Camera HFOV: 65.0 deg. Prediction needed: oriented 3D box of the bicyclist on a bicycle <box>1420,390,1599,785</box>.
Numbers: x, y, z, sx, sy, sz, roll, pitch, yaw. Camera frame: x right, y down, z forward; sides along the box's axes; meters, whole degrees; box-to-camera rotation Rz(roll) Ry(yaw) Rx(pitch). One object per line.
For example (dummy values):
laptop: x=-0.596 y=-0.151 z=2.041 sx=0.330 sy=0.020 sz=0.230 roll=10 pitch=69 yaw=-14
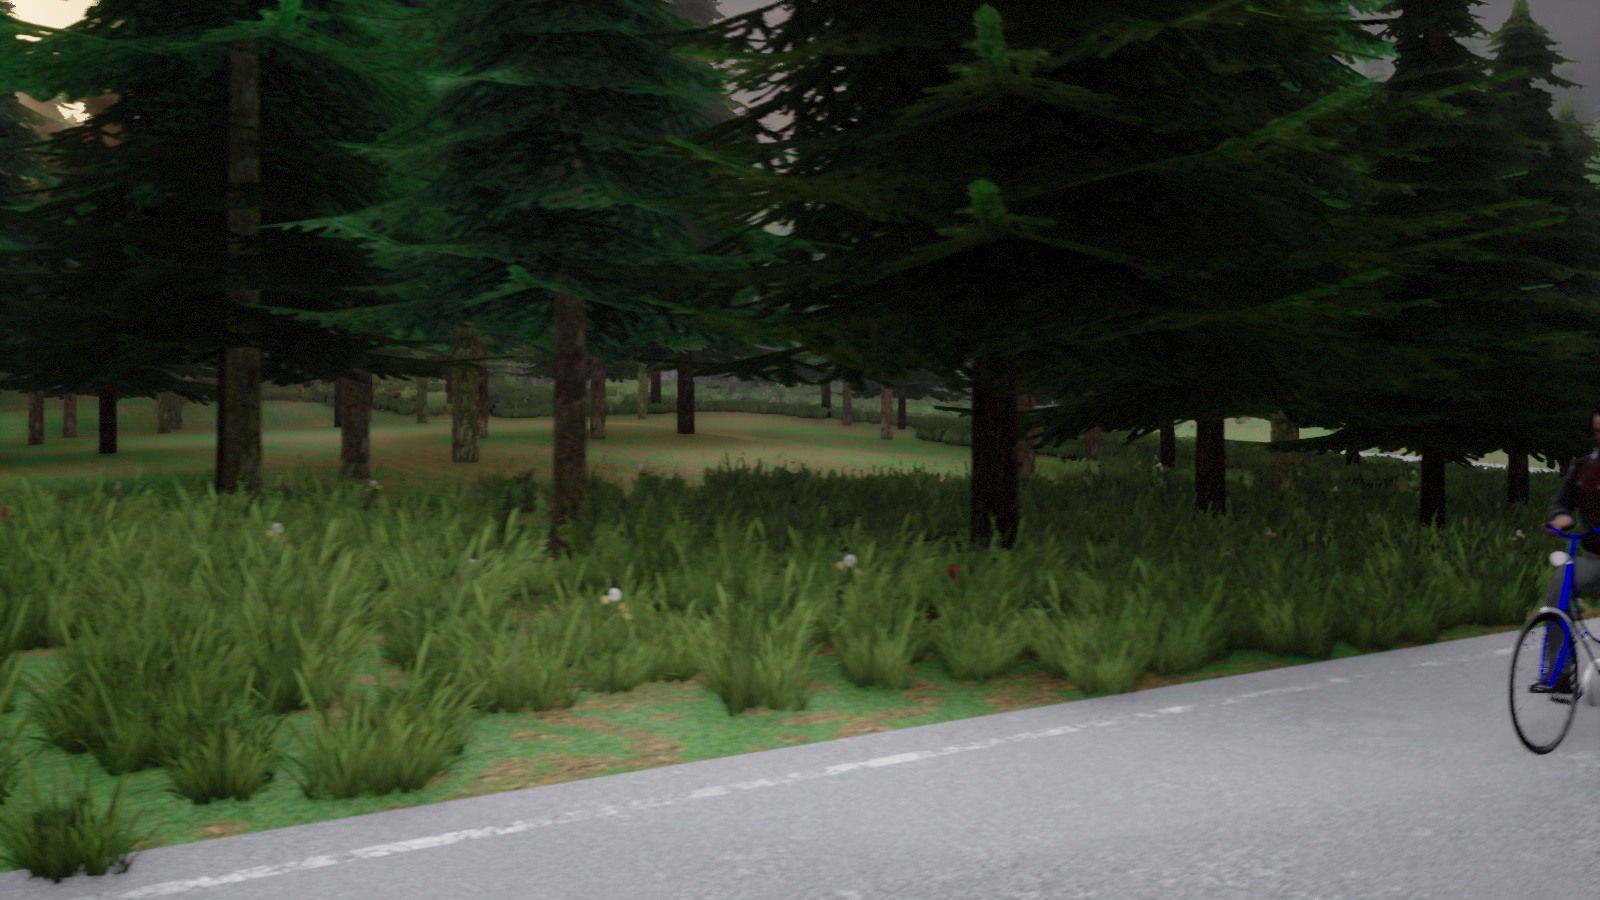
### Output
bicyclist on a bicycle: x=4.003 y=0.623 z=6.445 sx=1.843 sy=1.776 sz=0.659 roll=0 pitch=0 yaw=-35
